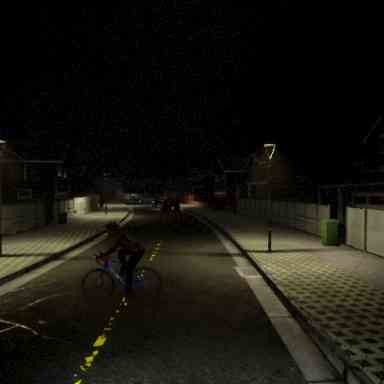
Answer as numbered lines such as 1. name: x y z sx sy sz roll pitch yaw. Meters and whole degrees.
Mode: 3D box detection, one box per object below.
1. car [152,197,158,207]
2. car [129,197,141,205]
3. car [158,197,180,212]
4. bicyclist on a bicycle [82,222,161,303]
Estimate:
1. car: -4.774 1.450 48.707 2.128 1.511 4.902 0 0 -14
2. car: -9.625 1.474 55.921 2.033 1.411 5.357 0 0 -15
3. car: -2.557 1.484 38.595 1.837 1.490 4.892 0 0 -10
4. bicyclist on a bicycle: -1.466 1.451 6.851 1.656 1.620 0.582 -2 0 0
